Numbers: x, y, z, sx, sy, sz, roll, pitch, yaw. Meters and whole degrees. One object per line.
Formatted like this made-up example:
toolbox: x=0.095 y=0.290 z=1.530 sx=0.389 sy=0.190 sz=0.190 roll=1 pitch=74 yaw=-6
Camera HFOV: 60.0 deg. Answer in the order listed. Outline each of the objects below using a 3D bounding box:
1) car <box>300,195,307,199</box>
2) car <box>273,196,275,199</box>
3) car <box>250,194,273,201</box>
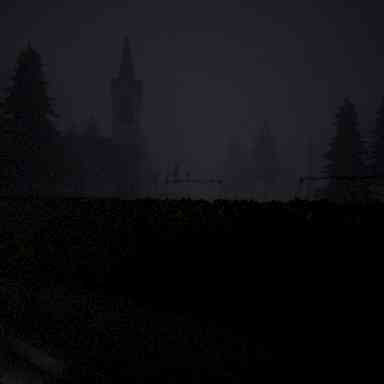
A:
car: x=31.100 y=1.319 z=87.582 sx=3.633 sy=1.501 sz=1.845 roll=0 pitch=0 yaw=35
car: x=18.012 y=1.330 z=82.299 sx=5.027 sy=1.636 sz=2.152 roll=0 pitch=0 yaw=35
car: x=16.252 y=1.339 z=79.702 sx=4.514 sy=1.523 sz=2.007 roll=0 pitch=0 yaw=35
